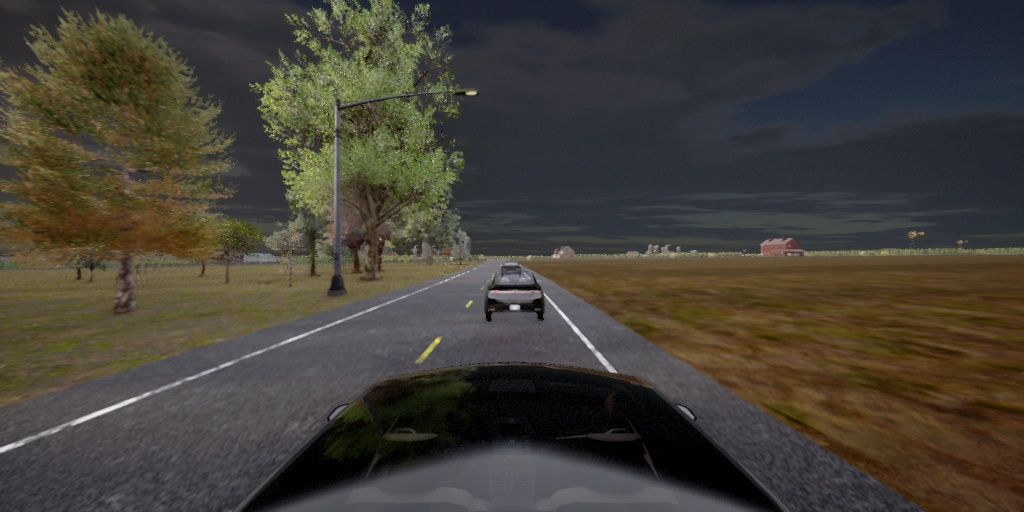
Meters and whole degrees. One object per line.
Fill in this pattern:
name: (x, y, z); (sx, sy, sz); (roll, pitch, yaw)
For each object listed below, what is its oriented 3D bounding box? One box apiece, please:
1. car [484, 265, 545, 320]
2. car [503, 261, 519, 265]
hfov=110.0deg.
car: (0.073, 1.246, 12.586); (2.128, 1.511, 4.902); (0, 0, 0)
car: (-0.100, 1.244, 34.602); (1.882, 1.535, 5.008); (0, 0, -1)
